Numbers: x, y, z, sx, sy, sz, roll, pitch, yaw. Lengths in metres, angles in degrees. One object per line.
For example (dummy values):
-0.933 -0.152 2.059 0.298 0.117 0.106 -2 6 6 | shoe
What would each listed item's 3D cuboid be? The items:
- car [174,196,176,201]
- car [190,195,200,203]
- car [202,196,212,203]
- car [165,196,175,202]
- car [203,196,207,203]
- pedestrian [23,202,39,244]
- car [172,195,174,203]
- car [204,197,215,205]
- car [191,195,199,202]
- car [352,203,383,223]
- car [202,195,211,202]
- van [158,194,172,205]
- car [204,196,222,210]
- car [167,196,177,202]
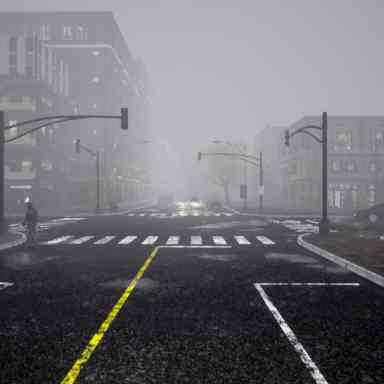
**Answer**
-5.096 1.397 72.195 2.192 1.841 5.009 0 0 0 | car
0.582 1.547 70.434 1.882 1.535 5.008 0 0 0 | car
3.285 1.633 72.123 2.008 1.369 4.403 0 0 0 | car
-5.049 1.662 77.891 1.947 1.339 4.313 0 0 0 | car
3.097 1.479 49.337 1.967 1.590 4.097 0 0 0 | car
-6.819 1.294 14.178 0.375 1.860 0.375 0 0 0 | pedestrian
-5.143 1.651 66.498 1.802 1.307 4.206 0 0 0 | car
3.190 1.640 60.731 1.802 1.307 4.206 0 0 0 | car
0.668 1.541 80.851 1.812 1.442 4.674 0 0 0 | car
15.030 1.578 25.860 4.892 1.490 1.837 0 0 -2 | car
3.331 1.537 77.820 1.967 1.590 4.097 0 0 0 | car
-5.190 1.399 60.801 1.690 1.788 3.998 0 0 0 | van
3.049 1.580 43.640 2.008 1.369 4.403 0 0 0 | car
-5.002 1.663 83.587 2.008 1.369 4.403 0 0 0 | car
